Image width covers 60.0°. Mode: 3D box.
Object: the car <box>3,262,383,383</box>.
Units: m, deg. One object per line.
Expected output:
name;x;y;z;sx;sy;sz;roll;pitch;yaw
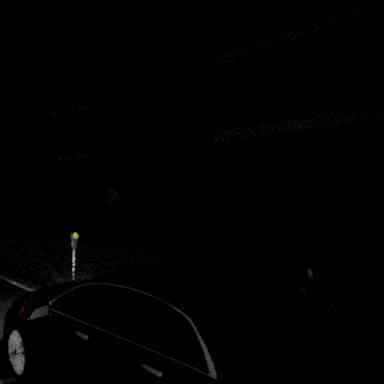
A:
car;-0.434;1.576;3.741;4.892;1.490;1.837;0;-1;42
